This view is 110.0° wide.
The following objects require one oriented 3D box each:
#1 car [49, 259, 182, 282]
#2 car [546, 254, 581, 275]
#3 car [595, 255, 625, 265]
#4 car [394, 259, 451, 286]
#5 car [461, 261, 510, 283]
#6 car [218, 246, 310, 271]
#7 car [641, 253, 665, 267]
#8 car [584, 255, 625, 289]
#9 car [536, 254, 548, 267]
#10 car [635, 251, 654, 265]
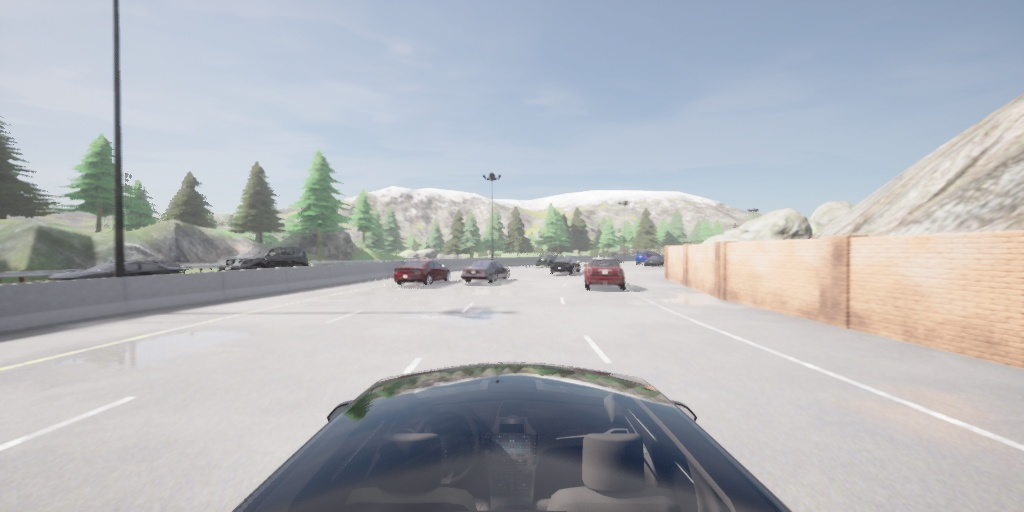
[{"bbox_3d":[-20.286,1.010,18.615,1.882,1.535,5.008,0,0,7],"label":"car"},{"bbox_3d":[4.902,0.831,32.307,1.882,1.535,5.008,0,1,22],"label":"car"},{"bbox_3d":[14.826,0.619,53.942,2.033,1.411,5.357,1,1,44],"label":"car"},{"bbox_3d":[-5.432,0.960,22.369,1.882,1.535,5.008,0,1,12],"label":"car"},{"bbox_3d":[-1.659,1.007,24.145,2.033,1.411,5.357,0,1,16],"label":"car"},{"bbox_3d":[-16.063,0.346,23.676,2.150,2.045,5.566,0,1,11],"label":"car"},{"bbox_3d":[19.555,0.709,48.225,1.994,1.385,4.181,0,1,44],"label":"car"},{"bbox_3d":[5.244,0.856,20.702,2.097,1.767,4.553,0,1,11],"label":"car"},{"bbox_3d":[5.010,0.520,46.548,2.097,1.767,4.553,1,1,34],"label":"car"},{"bbox_3d":[21.142,0.274,55.124,5.566,2.045,2.150,0,0,-40],"label":"car"}]
